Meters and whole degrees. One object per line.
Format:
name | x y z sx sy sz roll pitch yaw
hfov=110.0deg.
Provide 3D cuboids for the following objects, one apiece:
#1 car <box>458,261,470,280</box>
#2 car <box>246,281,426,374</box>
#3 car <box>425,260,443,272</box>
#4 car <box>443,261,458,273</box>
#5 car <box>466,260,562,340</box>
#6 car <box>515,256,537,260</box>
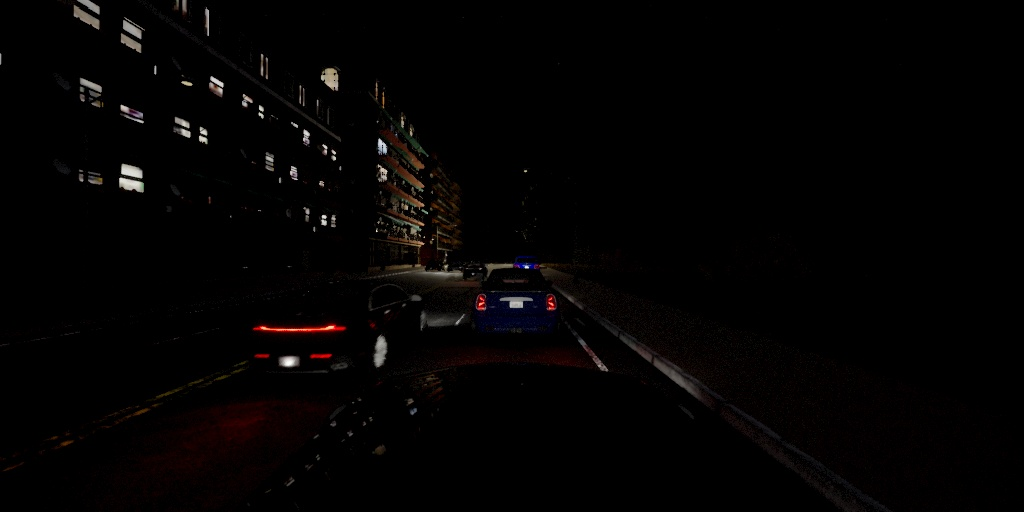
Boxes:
car | -3.149 1.245 31.533 2.128 1.511 4.902 0 0 0
car | -3.152 1.254 7.493 1.837 1.490 4.892 0 0 0
car | -9.846 1.258 45.997 1.837 1.490 4.892 0 0 0
car | -6.598 1.279 42.887 1.812 1.442 4.674 0 0 0
car | 0.098 1.103 10.112 2.097 1.767 4.553 0 0 0
car | 1.139 0.979 30.065 2.150 2.045 5.566 0 0 0
